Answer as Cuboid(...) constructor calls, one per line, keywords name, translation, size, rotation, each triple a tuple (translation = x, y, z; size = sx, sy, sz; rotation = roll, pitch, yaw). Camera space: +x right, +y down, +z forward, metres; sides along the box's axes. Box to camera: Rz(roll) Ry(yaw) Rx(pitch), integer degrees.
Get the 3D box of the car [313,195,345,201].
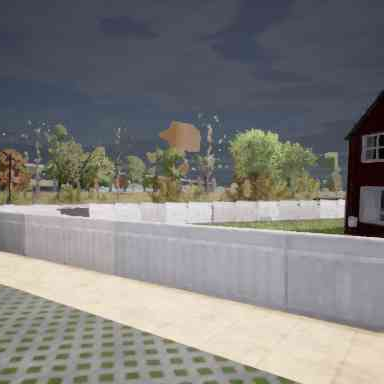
Cuboid(name="car", translation=(19.029, 1.105, 45.922), size=(4.718, 1.301, 1.895), rotation=(0, 2, -19))
